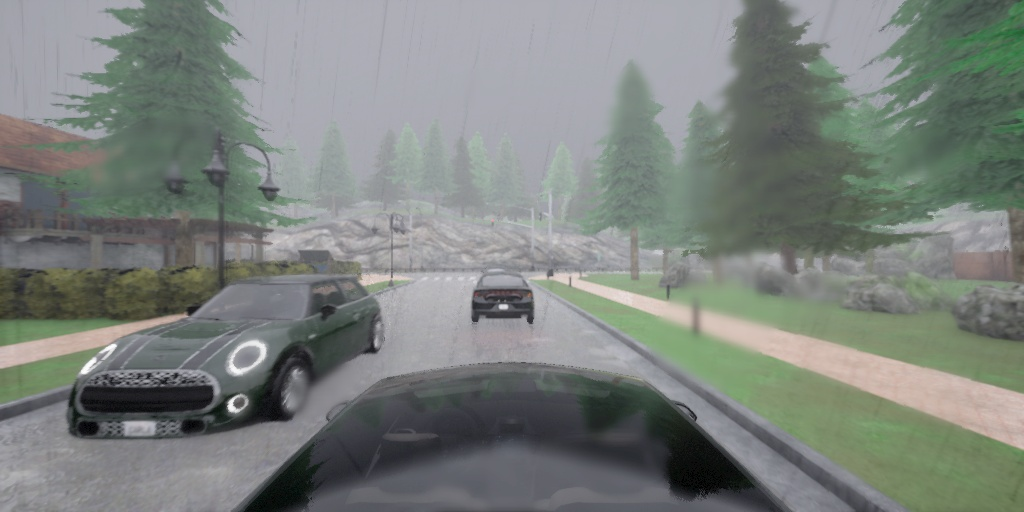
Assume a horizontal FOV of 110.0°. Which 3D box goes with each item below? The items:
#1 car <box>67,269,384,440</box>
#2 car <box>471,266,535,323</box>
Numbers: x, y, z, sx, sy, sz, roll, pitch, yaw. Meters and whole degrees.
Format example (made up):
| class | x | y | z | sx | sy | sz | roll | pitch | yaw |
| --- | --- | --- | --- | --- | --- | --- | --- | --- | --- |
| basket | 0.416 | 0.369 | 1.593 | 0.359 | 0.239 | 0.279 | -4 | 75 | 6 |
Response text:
| class | x | y | z | sx | sy | sz | roll | pitch | yaw |
| --- | --- | --- | --- | --- | --- | --- | --- | --- | --- |
| car | -3.743 | 1.118 | 5.788 | 2.097 | 1.767 | 4.553 | 0 | 0 | -2 |
| car | -0.355 | 1.261 | 12.313 | 1.882 | 1.535 | 5.008 | 0 | 0 | -3 |
